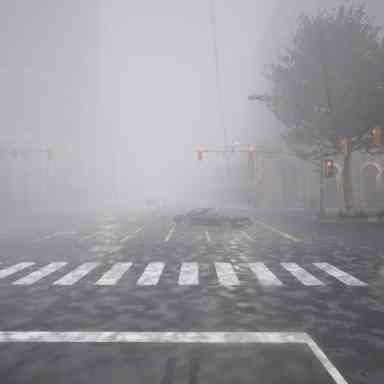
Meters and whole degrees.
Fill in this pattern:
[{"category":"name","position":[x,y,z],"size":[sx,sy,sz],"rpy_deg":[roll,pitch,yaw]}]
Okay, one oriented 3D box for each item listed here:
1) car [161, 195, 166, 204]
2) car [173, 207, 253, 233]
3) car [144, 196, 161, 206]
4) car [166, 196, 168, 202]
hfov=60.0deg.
[{"category":"car","position":[-6.693,1.524,65.108],"size":[1.812,1.442,4.674],"rpy_deg":[0,0,1]},{"category":"car","position":[1.204,1.600,19.922],"size":[4.718,1.301,1.895],"rpy_deg":[0,0,36]},{"category":"car","position":[-6.825,1.476,55.539],"size":[1.882,1.535,5.008],"rpy_deg":[0,0,0]},{"category":"car","position":[-6.495,1.475,75.481],"size":[1.882,1.535,5.008],"rpy_deg":[0,0,1]}]
